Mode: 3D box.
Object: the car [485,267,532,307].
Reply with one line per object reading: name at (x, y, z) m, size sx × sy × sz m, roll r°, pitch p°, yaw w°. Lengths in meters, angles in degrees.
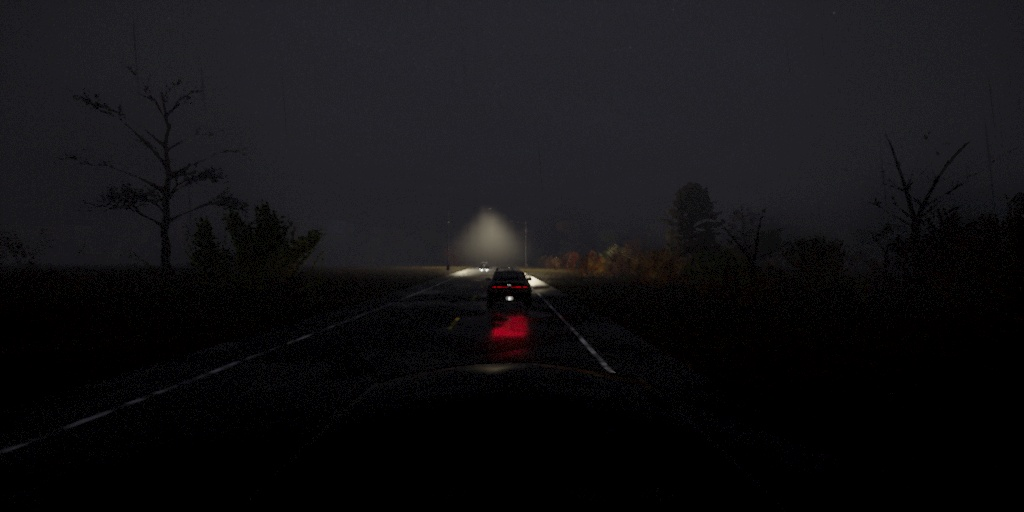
car at (-0.140, 1.386, 16.218) m, size 1.837 × 1.490 × 4.892 m, roll 0°, pitch 0°, yaw -1°
